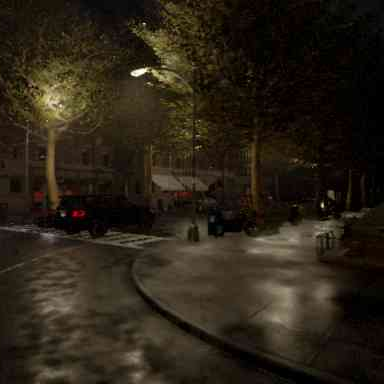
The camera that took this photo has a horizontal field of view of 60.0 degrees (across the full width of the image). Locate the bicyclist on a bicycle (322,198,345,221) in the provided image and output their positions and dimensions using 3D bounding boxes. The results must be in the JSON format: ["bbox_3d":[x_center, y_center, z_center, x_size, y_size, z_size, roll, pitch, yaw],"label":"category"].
[{"bbox_3d":[10.072,1.264,23.776,1.656,1.620,0.582,0,0,36],"label":"bicyclist on a bicycle"}]

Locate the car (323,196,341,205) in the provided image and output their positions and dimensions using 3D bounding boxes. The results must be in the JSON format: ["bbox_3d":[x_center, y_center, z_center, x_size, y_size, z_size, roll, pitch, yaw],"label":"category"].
[{"bbox_3d":[23.647,1.475,56.147,1.994,1.385,4.181,0,0,36],"label":"car"}]

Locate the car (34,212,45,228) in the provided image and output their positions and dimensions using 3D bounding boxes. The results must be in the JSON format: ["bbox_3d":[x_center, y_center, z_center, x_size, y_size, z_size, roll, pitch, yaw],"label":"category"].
[{"bbox_3d":[-6.902,1.359,20.186,1.882,1.535,5.008,1,1,40],"label":"car"}]

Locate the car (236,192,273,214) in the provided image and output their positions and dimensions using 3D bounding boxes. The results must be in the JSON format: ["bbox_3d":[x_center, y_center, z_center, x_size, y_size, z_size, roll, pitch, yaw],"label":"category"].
[{"bbox_3d":[7.266,1.105,39.531,2.150,2.045,5.566,0,0,36],"label":"car"}]

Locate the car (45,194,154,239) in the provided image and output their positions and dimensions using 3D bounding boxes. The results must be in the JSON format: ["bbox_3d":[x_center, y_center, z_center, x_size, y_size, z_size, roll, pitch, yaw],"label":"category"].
[{"bbox_3d":[-4.342,1.129,17.278,2.150,2.045,5.566,0,0,33],"label":"car"}]

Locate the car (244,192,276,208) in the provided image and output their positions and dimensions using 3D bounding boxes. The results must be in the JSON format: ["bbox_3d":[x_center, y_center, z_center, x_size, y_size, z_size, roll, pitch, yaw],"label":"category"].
[{"bbox_3d":[9.908,1.093,48.267,2.435,2.045,5.566,0,0,36],"label":"car"}]

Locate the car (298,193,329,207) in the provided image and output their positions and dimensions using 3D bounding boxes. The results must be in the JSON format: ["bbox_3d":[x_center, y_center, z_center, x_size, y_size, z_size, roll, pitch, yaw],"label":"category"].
[{"bbox_3d":[17.502,1.132,47.535,2.150,2.045,5.566,0,0,37],"label":"car"}]

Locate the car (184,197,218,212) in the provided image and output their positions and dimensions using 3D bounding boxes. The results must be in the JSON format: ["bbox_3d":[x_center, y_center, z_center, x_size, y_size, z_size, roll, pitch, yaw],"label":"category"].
[{"bbox_3d":[1.045,1.341,36.945,2.231,1.521,4.892,0,0,36],"label":"car"}]

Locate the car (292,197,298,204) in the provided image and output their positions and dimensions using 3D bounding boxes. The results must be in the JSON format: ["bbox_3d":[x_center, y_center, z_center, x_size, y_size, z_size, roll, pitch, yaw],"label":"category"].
[{"bbox_3d":[17.883,1.449,54.128,1.812,1.442,4.674,0,0,36],"label":"car"}]
